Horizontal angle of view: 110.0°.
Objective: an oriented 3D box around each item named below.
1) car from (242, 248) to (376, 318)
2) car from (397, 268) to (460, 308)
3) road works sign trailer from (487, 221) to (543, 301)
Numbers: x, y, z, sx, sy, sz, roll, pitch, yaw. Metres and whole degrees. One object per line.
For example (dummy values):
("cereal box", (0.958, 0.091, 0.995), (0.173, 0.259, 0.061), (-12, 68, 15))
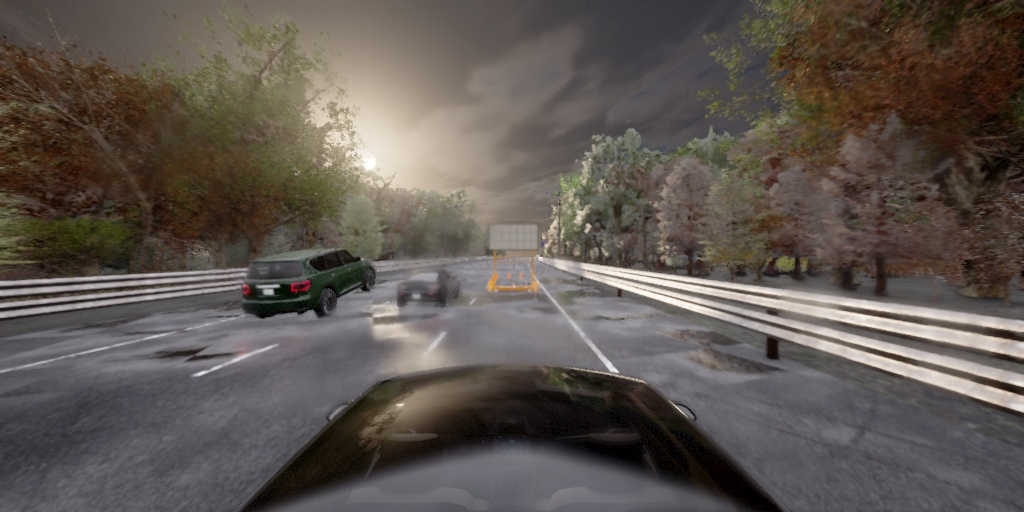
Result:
("car", (-6.859, 0.722, 12.779), (2.150, 2.045, 5.566), (-3, 8, 0))
("car", (-3.329, 1.228, 14.863), (1.812, 1.442, 4.674), (0, 0, 0))
("road works sign trailer", (0.082, 0.158, 17.025), (2.380, 3.560, 2.880), (0, 0, 1))
